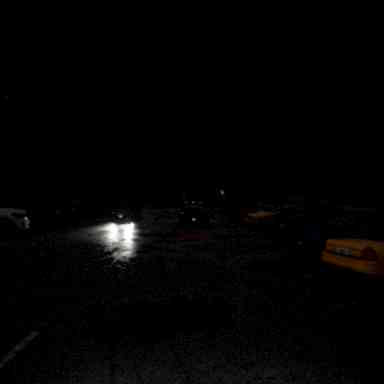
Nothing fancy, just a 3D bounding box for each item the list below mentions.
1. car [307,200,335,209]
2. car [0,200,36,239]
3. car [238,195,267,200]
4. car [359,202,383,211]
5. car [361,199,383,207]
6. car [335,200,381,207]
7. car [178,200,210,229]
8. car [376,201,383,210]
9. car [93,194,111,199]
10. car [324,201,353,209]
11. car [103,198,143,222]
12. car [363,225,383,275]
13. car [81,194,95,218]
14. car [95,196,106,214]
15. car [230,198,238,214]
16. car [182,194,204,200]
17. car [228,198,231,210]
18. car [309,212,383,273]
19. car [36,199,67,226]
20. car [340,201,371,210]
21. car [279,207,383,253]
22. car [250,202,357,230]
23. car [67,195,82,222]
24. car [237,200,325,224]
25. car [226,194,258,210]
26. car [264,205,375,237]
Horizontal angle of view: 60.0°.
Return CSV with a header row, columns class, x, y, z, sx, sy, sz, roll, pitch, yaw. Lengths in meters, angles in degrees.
class,x,y,z,sx,sy,sz,roll,pitch,yaw
car,24.721,2.370,63.895,2.231,1.521,4.892,2,-1,-21
car,-10.918,1.223,16.128,5.566,2.045,2.435,-1,0,-20
car,6.041,1.346,23.933,4.553,1.767,2.185,1,0,-20
car,34.909,2.708,63.992,2.163,1.488,4.792,2,-1,-21
car,25.458,2.121,45.733,2.435,2.045,5.566,2,1,-21
car,22.479,2.267,45.558,1.946,1.575,5.366,2,1,-21
car,0.110,1.464,21.650,1.882,1.535,5.008,0,-1,0
car,38.280,2.657,64.092,2.185,1.767,4.553,2,-1,-21
car,-10.960,1.212,34.230,5.566,2.045,2.435,-1,0,-20
car,28.113,2.474,63.925,2.231,1.521,4.892,2,-1,-21
car,-5.075,1.473,26.132,2.128,1.511,4.902,0,0,0
car,6.002,1.483,6.168,5.008,1.535,2.097,1,0,-20
car,-10.909,1.341,28.212,4.553,1.767,2.185,-1,0,-20
car,-10.943,1.466,31.227,4.892,1.521,2.231,-1,0,-20
car,6.015,1.470,26.884,4.892,1.521,2.231,1,0,-20
car,0.106,1.196,37.079,2.150,2.045,5.566,0,0,0
car,6.011,1.507,29.842,4.674,1.452,2.002,1,0,-20
car,6.174,1.481,9.202,5.366,1.575,1.946,1,0,-20
car,-10.965,1.346,22.147,4.553,1.767,2.185,-1,0,-20
car,31.434,2.573,64.145,1.946,1.575,5.366,2,-1,-21
car,6.001,1.479,12.098,5.008,1.535,2.097,1,0,-20
car,6.008,1.476,18.013,4.892,1.521,2.231,1,0,-20
car,-10.971,1.344,25.174,4.553,1.767,2.185,-1,0,-20
car,5.838,1.468,20.896,5.366,1.575,1.946,1,0,-20
car,6.038,1.214,32.818,5.566,2.045,2.435,1,0,-20
car,6.029,1.507,15.064,4.792,1.488,2.163,1,0,-20
